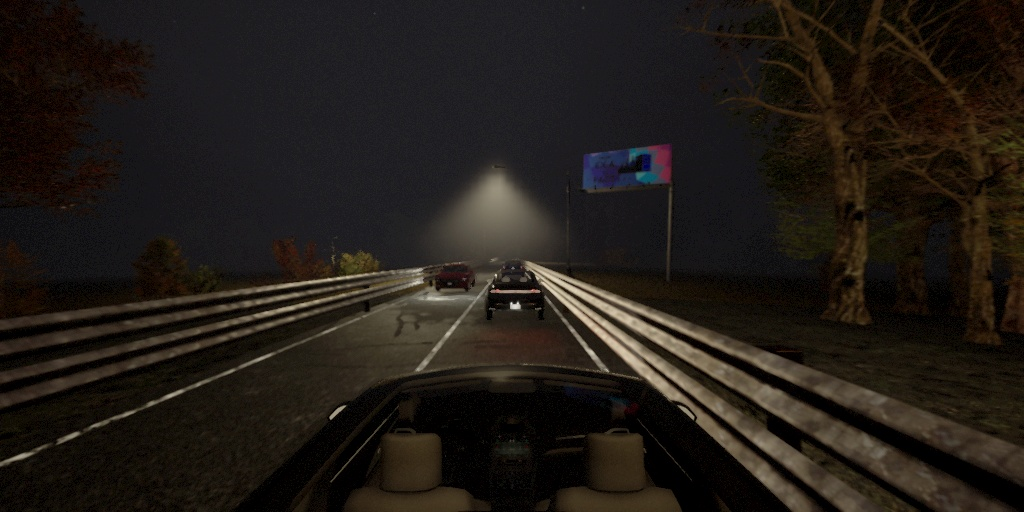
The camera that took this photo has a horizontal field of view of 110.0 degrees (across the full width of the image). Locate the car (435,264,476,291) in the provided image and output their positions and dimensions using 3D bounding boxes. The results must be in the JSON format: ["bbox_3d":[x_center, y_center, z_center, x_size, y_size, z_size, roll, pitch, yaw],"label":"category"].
[{"bbox_3d":[-3.344,1.221,21.791,1.882,1.535,5.008,0,0,0],"label":"car"}]

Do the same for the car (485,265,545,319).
[{"bbox_3d":[0.097,1.238,12.689,2.128,1.511,4.902,0,0,0],"label":"car"}]

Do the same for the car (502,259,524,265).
[{"bbox_3d":[0.093,1.091,33.595,2.097,1.767,4.553,0,0,0],"label":"car"}]
